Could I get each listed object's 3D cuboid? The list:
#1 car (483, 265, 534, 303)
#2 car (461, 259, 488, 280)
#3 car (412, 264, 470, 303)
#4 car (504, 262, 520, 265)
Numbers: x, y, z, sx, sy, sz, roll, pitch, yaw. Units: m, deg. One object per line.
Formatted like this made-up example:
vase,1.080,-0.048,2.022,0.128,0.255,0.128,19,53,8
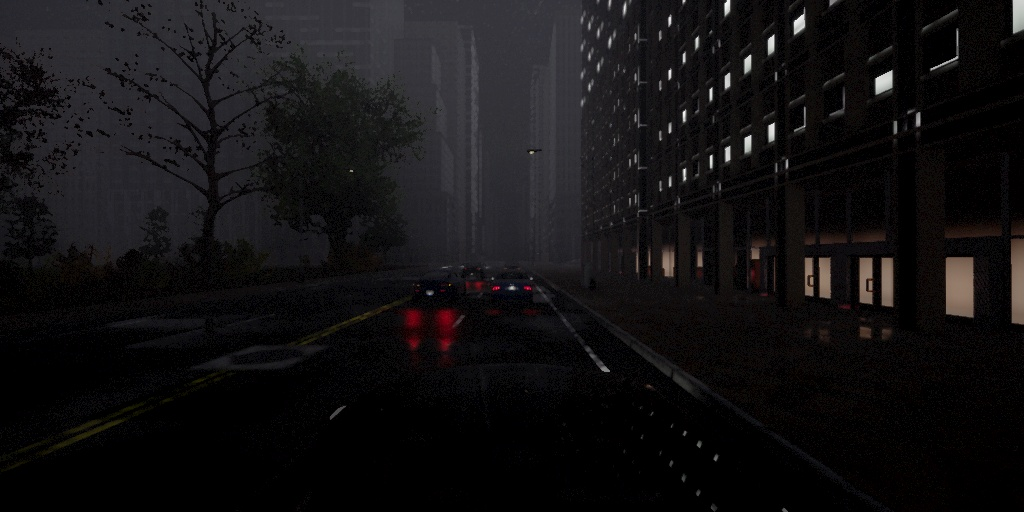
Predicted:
car,0.000,1.314,16.500,2.033,1.411,5.357,0,0,0
car,-3.250,1.262,31.501,2.128,1.511,4.902,0,0,0
car,-3.250,1.284,16.499,1.812,1.442,4.674,0,0,0
car,0.000,1.262,31.501,2.128,1.511,4.902,0,0,0
